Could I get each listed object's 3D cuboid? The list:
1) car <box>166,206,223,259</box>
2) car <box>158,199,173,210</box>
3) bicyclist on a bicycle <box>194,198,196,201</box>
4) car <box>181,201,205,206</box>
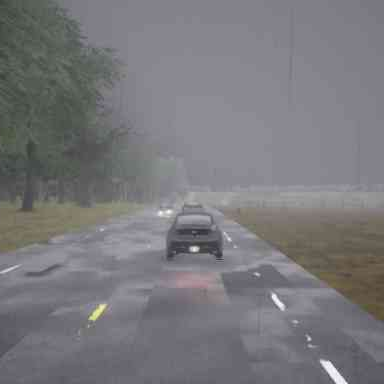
[{"bbox_3d":[0.083,1.482,12.437,1.837,1.490,4.892,0,0,0],"label":"car"},{"bbox_3d":[-3.585,1.660,45.464,2.128,1.511,4.902,0,-1,0],"label":"car"},{"bbox_3d":[0.954,2.459,86.782,0.866,1.612,1.509,0,-2,0],"label":"bicyclist on a bicycle"},{"bbox_3d":[0.083,1.494,28.310,2.128,1.511,4.902,0,0,0],"label":"car"}]
